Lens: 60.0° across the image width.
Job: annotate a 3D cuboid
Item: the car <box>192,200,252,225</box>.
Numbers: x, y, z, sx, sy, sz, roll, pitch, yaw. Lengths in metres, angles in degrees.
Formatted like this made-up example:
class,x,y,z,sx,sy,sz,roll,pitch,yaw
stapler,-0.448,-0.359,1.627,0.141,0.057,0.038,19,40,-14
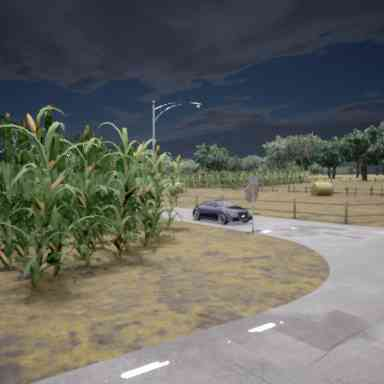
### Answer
class,x,y,z,sx,sy,sz,roll,pitch,yaw
car,1.821,1.189,20.912,1.994,1.385,4.181,-1,2,-35

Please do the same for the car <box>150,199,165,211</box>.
class,x,y,z,sx,sy,sz,roll,pitch,yaw
car,-4.166,0.920,29.316,2.128,1.511,4.902,-1,2,-35
